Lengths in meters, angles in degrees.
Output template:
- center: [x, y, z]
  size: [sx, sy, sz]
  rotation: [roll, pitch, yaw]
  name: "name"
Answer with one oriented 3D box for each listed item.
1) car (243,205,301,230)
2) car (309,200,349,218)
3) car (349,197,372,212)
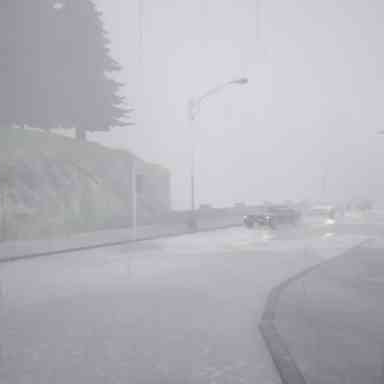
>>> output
- center: [5.119, 1.535, 20.985]
  size: [1.895, 1.301, 4.718]
  rotation: [0, 0, 40]
  name: "car"
- center: [11.747, 1.413, 28.834]
  size: [1.812, 1.442, 4.674]
  rotation: [0, 0, 40]
  name: "car"
- center: [18.474, 1.331, 36.788]
  size: [2.128, 1.511, 4.902]
  rotation: [0, 0, 40]
  name: "car"
